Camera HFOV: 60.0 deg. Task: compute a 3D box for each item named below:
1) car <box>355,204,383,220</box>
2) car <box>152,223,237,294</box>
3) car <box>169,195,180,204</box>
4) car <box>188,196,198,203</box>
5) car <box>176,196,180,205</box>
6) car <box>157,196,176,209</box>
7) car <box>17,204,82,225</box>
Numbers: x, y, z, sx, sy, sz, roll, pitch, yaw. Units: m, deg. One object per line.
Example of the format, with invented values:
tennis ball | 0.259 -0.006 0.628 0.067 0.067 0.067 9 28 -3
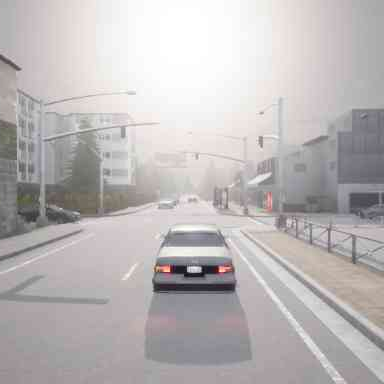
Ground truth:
car | 16.739 1.740 29.327 4.181 1.385 1.994 0 0 0
car | 0.067 1.547 8.944 2.033 1.411 5.357 0 0 1
car | -3.479 1.477 65.994 1.882 1.535 5.008 0 0 0
car | 0.156 1.525 68.830 1.812 1.442 4.674 0 0 0
car | -3.541 1.505 55.853 1.837 1.490 4.892 0 0 0
car | -3.561 1.526 45.849 1.812 1.442 4.674 0 0 0
car | -10.874 1.680 25.226 4.892 1.490 1.837 0 0 7
